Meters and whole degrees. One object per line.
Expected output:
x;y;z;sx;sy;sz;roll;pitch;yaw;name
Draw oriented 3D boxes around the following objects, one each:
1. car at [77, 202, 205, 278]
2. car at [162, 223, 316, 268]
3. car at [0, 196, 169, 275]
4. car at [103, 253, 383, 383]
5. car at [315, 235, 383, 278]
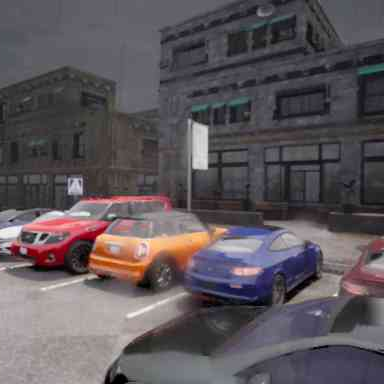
-0.518;1.324;9.289;2.185;1.767;4.553;0;0;36;car
1.636;1.504;7.786;2.002;1.452;4.674;0;0;36;car
-2.760;1.183;10.893;2.435;2.045;5.566;0;0;36;car
1.232;1.562;2.500;4.181;1.385;1.994;0;0;36;car
3.987;1.519;6.108;2.002;1.452;4.674;0;0;36;car
